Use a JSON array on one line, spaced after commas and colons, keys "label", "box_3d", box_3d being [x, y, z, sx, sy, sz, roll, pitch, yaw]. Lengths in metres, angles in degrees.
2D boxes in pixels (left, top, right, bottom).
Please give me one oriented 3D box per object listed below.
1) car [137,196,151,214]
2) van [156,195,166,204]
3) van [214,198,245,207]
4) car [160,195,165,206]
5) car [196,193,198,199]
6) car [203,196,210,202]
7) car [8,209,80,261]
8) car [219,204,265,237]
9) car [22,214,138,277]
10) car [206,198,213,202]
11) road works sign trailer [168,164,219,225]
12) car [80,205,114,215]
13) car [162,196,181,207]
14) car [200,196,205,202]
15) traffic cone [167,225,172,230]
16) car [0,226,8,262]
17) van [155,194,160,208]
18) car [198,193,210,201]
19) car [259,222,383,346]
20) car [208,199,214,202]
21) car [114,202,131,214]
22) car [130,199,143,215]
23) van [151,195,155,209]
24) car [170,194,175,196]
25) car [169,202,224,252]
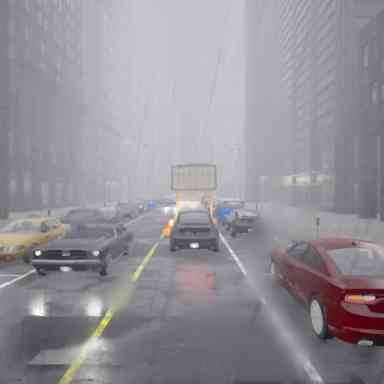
[{"label": "car", "box_3d": [-5.796, 1.453, 34.570, 1.967, 1.590, 4.097, 0, 0, 0]}, {"label": "van", "box_3d": [-5.821, 1.384, 62.752, 1.690, 1.788, 3.998, 0, 0, 0]}, {"label": "van", "box_3d": [2.739, 1.346, 23.320, 1.690, 1.788, 3.998, 0, 0, 0]}, {"label": "car", "box_3d": [-5.816, 1.351, 57.115, 2.192, 1.841, 5.009, 0, 0, 0]}, {"label": "car", "box_3d": [2.684, 1.605, 85.489, 1.752, 1.417, 4.829, 0, 0, 0]}, {"label": "car", "box_3d": [2.725, 1.568, 40.229, 2.008, 1.369, 4.403, 0, 0, 0]}, {"label": "car", "box_3d": [-5.775, 1.526, 11.853, 1.752, 1.417, 4.829, 0, 0, 0]}, {"label": "car", "box_3d": [2.745, 1.553, 17.684, 2.008, 1.369, 4.403, 0, 0, 0]}, {"label": "car", "box_3d": [-3.110, 1.601, 10.416, 1.895, 1.301, 4.718, 0, 0, 0]}, {"label": "car", "box_3d": [2.730, 1.595, 34.593, 1.802, 1.307, 4.206, 0, 0, 0]}, {"label": "road works sign trailer", "box_3d": [0.128, 0.309, 17.851, 2.380, 3.560, 2.880, -1, -2, 6]}, {"label": "car", "box_3d": [-5.780, 1.568, 17.659, 1.947, 1.339, 4.313, 0, 0, 0]}, {"label": "car", "box_3d": [-3.141, 1.630, 51.554, 1.895, 1.301, 4.718, 0, 0, 0]}, {"label": "car", "box_3d": [2.715, 1.574, 51.502, 1.887, 1.381, 4.507, 0, 0, 0]}, {"label": "traffic cone", "box_3d": [-1.284, 2.073, 17.350, 0.340, 0.340, 0.580, -1, 0, 2]}, {"label": "car", "box_3d": [-5.770, 1.566, 6.387, 1.947, 1.339, 4.313, 0, 0, 0]}, {"label": "van", "box_3d": [-5.806, 1.364, 45.843, 1.690, 1.788, 3.998, 0, 0, 0]}, {"label": "car", "box_3d": [2.704, 1.358, 62.774, 2.192, 1.841, 5.009, 0, 0, 0]}, {"label": "car", "box_3d": [2.755, 1.545, 6.412, 1.887, 1.381, 4.507, 0, 0, 0]}, {"label": "car", "box_3d": [2.734, 1.559, 28.957, 2.008, 1.369, 4.403, 0, 0, 0]}, {"label": "car", "box_3d": [-5.785, 1.587, 23.297, 1.802, 1.307, 4.206, 0, 0, 0]}, {"label": "car", "box_3d": [-5.790, 1.574, 28.933, 1.947, 1.339, 4.313, 0, 0, 0]}, {"label": "van", "box_3d": [-5.801, 1.359, 40.206, 1.690, 1.788, 3.998, 0, 0, 0]}, {"label": "car", "box_3d": [-5.835, 1.614, 79.662, 1.887, 1.381, 4.507, 0, 0, 0]}, {"label": "car", "box_3d": [0.091, 1.480, 13.908, 1.837, 1.490, 4.892, 0, 3, 0]}]
